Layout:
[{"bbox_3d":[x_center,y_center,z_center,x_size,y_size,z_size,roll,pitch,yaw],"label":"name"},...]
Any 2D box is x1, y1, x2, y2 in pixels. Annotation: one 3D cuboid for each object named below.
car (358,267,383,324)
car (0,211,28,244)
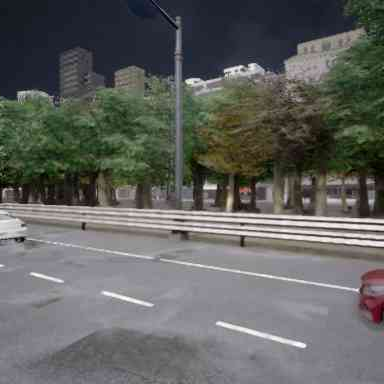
[{"bbox_3d":[4.926,1.527,4.655,4.674,1.442,1.812,0,0,35],"label":"car"},{"bbox_3d":[-9.055,1.528,14.635,4.674,1.442,1.812,0,0,36],"label":"car"}]
